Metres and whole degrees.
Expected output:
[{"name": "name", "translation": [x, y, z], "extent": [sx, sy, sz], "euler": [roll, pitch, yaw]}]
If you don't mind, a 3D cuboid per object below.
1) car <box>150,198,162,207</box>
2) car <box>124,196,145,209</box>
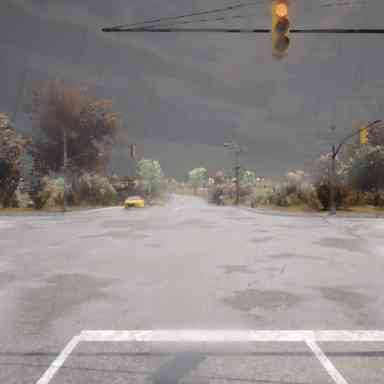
[{"name": "car", "translation": [-6.999, 1.976, 64.980], "extent": [2.097, 1.767, 4.553], "euler": [0, -2, 0]}, {"name": "car", "translation": [-7.000, 1.270, 40.643], "extent": [1.882, 1.535, 5.008], "euler": [0, -1, 0]}]
